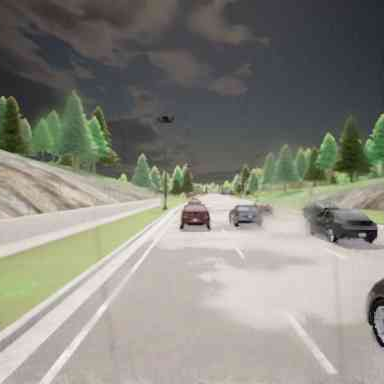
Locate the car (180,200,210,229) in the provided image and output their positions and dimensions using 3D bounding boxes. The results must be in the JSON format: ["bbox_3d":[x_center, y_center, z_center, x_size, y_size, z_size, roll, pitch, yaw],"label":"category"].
[{"bbox_3d":[0.219,1.539,22.459,1.882,1.535,5.008,0,0,0],"label":"car"}]

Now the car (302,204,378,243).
[{"bbox_3d":[7.188,1.567,16.424,1.837,1.490,4.892,0,0,0],"label":"car"}]

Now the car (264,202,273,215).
[{"bbox_3d":[7.294,1.716,35.792,1.895,1.301,4.718,0,0,0],"label":"car"}]

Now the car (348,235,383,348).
[{"bbox_3d":[3.677,1.523,3.302,1.837,1.490,4.892,0,0,-1],"label":"car"}]

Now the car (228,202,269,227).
[{"bbox_3d":[3.724,1.621,23.674,2.033,1.411,5.357,0,0,0],"label":"car"}]

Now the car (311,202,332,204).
[{"bbox_3d":[10.748,1.593,27.806,2.128,1.511,4.902,0,0,0],"label":"car"}]
